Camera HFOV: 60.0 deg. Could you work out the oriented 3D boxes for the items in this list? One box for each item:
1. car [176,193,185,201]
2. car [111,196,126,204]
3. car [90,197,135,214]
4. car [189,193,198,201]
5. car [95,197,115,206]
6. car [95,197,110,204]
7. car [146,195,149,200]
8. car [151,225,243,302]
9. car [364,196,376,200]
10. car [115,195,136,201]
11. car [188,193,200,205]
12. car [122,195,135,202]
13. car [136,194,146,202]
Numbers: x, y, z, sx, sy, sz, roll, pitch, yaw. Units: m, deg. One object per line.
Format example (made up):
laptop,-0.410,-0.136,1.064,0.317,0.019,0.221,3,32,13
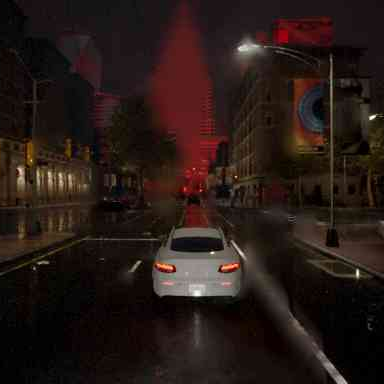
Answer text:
car,-3.085,1.218,86.476,2.150,2.045,5.566,0,0,0
car,-14.699,1.505,66.358,1.837,1.490,4.892,0,0,1
car,-8.846,1.564,36.033,4.181,1.385,1.994,0,0,-36
car,0.414,1.225,86.324,2.150,2.045,5.566,0,0,0
car,-14.812,1.547,56.819,2.033,1.411,5.357,0,0,0
car,-17.930,1.595,66.904,1.895,1.301,4.718,0,0,0
car,-11.132,1.355,76.787,2.097,1.767,4.553,0,0,0
car,0.115,1.526,8.149,1.812,1.442,4.674,0,0,1
car,34.771,1.481,68.044,2.231,1.521,4.892,0,0,0
car,-11.313,1.478,56.753,1.882,1.535,5.008,0,0,0
car,0.360,1.352,58.321,2.097,1.767,4.553,0,0,0
car,-14.633,1.478,76.772,1.882,1.535,5.008,0,0,0
car,-11.201,1.547,66.567,2.033,1.411,5.357,0,0,1
